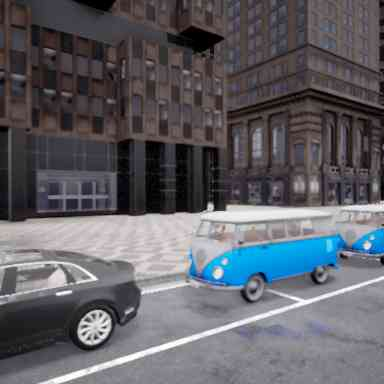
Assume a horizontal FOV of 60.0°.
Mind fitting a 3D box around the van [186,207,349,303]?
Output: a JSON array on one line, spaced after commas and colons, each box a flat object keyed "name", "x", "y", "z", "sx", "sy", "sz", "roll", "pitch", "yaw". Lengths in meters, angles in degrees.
[{"name": "van", "x": 1.773, "y": 1.334, "z": 7.915, "sx": 3.998, "sy": 1.788, "sz": 1.690, "roll": 0, "pitch": 0, "yaw": -36}]

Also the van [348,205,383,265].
[{"name": "van", "x": 6.395, "y": 1.327, "z": 11.212, "sx": 3.998, "sy": 1.788, "sz": 1.690, "roll": 0, "pitch": 0, "yaw": -36}]

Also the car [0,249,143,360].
[{"name": "car", "x": -2.849, "y": 1.550, "z": 4.617, "sx": 4.403, "sy": 1.369, "sz": 2.008, "roll": 0, "pitch": 0, "yaw": -36}]
